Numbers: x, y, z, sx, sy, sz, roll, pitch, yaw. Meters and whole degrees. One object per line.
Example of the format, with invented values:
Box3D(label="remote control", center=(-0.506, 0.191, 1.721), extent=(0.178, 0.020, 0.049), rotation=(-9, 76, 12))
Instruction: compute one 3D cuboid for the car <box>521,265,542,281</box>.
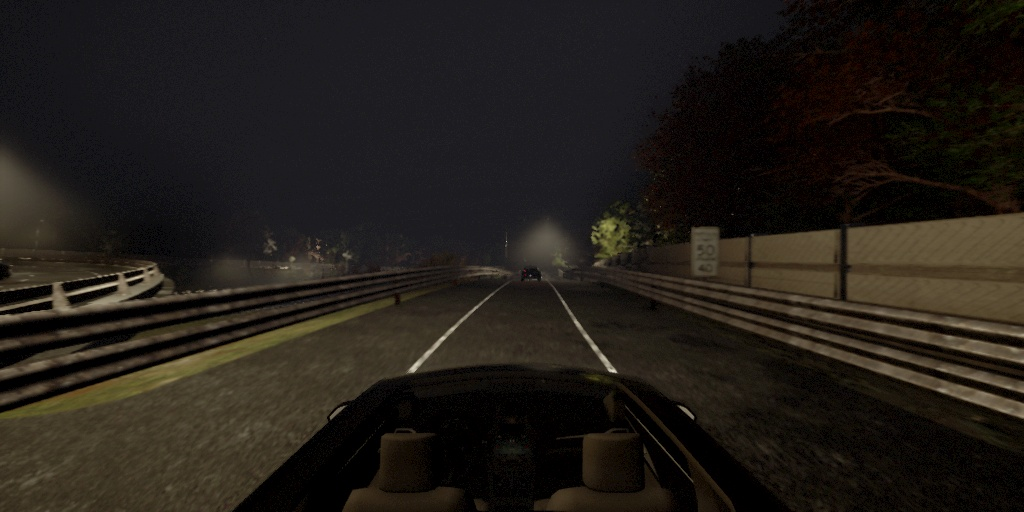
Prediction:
Box3D(label="car", center=(1.865, 1.690, 35.271), extent=(2.128, 1.511, 4.902), rotation=(1, -2, 4))

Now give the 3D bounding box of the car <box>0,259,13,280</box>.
Box3D(label="car", center=(-36.779, 0.893, 25.065), extent=(4.902, 1.511, 2.128), rotation=(1, 0, 40))
